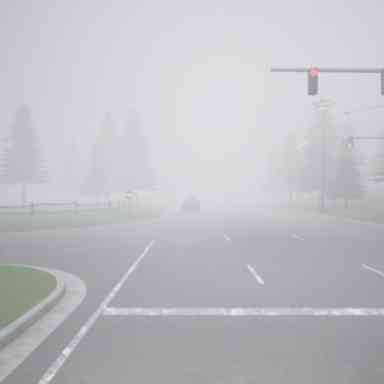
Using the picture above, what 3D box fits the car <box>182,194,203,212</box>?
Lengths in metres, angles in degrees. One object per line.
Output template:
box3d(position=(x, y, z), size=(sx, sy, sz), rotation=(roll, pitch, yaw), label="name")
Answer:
box3d(position=(-0.055, 1.384, 39.843), size=(2.097, 1.767, 4.553), rotation=(0, 0, 0), label="car")

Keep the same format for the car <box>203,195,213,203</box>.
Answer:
box3d(position=(3.401, 1.602, 70.914), size=(1.994, 1.385, 4.181), rotation=(0, 0, 0), label="car")

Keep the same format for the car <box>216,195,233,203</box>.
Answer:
box3d(position=(6.902, 1.588, 70.503), size=(2.033, 1.411, 5.357), rotation=(0, 0, 0), label="car")

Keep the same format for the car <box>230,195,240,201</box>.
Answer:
box3d(position=(10.388, 1.450, 80.928), size=(1.994, 1.385, 4.181), rotation=(0, 0, 0), label="car")

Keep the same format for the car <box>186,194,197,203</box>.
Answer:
box3d(position=(-0.098, 1.404, 70.880), size=(2.097, 1.767, 4.553), rotation=(0, 0, 0), label="car")

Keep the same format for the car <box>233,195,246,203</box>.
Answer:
box3d(position=(10.401, 1.574, 70.924), size=(1.812, 1.442, 4.674), rotation=(0, 0, 0), label="car")

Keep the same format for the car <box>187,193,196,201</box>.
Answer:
box3d(position=(-0.112, 1.253, 80.883), size=(2.097, 1.767, 4.553), rotation=(0, 0, 0), label="car")

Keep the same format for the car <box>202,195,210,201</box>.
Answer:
box3d(position=(3.387, 1.493, 80.948), size=(1.895, 1.301, 4.718), rotation=(0, 0, 0), label="car")

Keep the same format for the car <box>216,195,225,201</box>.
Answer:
box3d(position=(6.888, 1.450, 80.923), size=(1.994, 1.385, 4.181), rotation=(0, 0, 0), label="car")
